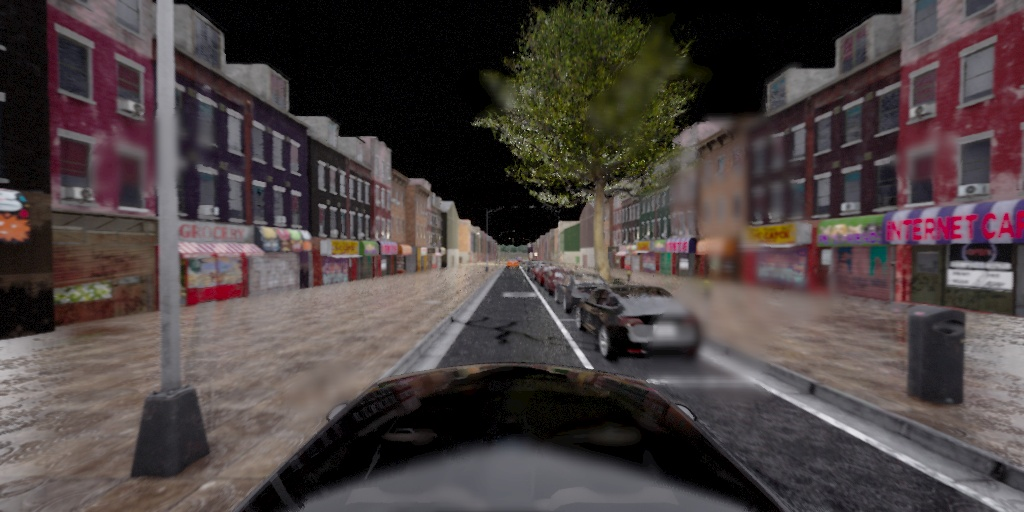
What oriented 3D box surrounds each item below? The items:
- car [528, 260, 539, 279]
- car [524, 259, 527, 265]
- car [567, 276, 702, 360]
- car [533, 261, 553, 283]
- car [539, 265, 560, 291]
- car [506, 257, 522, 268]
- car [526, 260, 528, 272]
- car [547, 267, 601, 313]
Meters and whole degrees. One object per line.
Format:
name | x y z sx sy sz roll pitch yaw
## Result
car | 2.691 1.192 30.409 1.967 1.591 4.097 0 0 0
car | 2.836 1.271 45.963 1.837 1.490 4.892 0 0 0
car | 2.646 1.317 8.228 1.948 1.339 4.313 0 0 0
car | 2.680 1.295 24.864 1.888 1.381 4.507 0 0 0
car | 2.669 1.331 19.319 1.802 1.307 4.207 0 0 0
car | 0.136 1.138 61.420 2.097 1.767 4.553 0 0 1
car | 2.702 1.307 35.954 2.007 1.370 4.403 0 0 0
car | 2.657 1.300 13.773 2.007 1.370 4.403 0 0 0
